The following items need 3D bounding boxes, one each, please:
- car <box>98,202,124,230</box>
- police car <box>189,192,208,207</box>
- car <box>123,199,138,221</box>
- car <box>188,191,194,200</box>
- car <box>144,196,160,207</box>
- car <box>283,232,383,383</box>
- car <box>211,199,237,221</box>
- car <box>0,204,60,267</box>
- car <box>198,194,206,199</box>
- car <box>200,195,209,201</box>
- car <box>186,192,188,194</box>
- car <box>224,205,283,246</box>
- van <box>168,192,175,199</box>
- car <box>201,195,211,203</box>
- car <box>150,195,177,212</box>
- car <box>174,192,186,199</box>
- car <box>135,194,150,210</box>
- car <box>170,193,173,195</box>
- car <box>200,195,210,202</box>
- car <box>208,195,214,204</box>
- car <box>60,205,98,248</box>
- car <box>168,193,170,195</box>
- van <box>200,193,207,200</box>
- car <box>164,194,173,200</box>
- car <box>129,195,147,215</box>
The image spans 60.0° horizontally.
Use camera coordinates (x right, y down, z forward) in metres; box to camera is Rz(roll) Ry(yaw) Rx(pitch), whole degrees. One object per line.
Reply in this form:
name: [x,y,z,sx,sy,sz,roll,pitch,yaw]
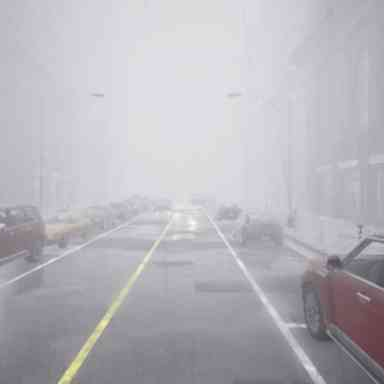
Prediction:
car: [-5.760,1.483,20.240,2.008,1.369,4.403,0,0,0]
police car: [0.899,1.267,47.648,1.930,1.638,5.238,0,0,0]
car: [-5.760,1.479,25.842,1.947,1.339,4.313,0,0,0]
car: [0.820,1.033,57.560,2.150,2.045,5.566,0,0,-1]
car: [-5.761,1.384,48.249,1.887,1.381,4.507,0,0,0]
car: [2.767,1.303,3.438,2.192,1.841,5.009,0,0,0]
car: [2.766,1.458,25.848,1.887,1.381,4.507,0,0,0]
car: [-5.758,1.284,9.036,2.192,1.841,5.009,0,0,0]
car: [2.763,1.242,93.074,1.887,1.381,4.507,0,0,0]
car: [2.764,1.295,76.267,1.887,1.381,4.507,0,0,0]
car: [-0.002,1.130,81.931,1.812,1.442,4.674,0,0,0]
car: [2.766,1.501,14.643,2.008,1.369,4.403,0,0,0]
van: [-5.761,1.038,93.063,1.690,1.788,3.998,0,0,0]
car: [2.764,1.310,65.232,1.752,1.417,4.829,0,0,0]
car: [-3.099,1.423,37.136,2.033,1.411,5.357,0,0,0]
car: [-3.002,1.165,77.856,1.882,1.535,5.008,0,0,0]
car: [-5.759,1.191,37.045,2.192,1.841,5.009,0,0,0]
car: [-5.761,1.208,70.656,1.967,1.590,4.097,0,0,0]
car: [2.764,1.313,70.665,1.887,1.381,4.507,0,0,0]
car: [2.765,1.261,53.858,1.967,1.590,4.097,0,0,0]
car: [-5.759,1.476,14.469,1.752,1.417,4.829,0,0,0]
car: [-5.761,1.311,64.884,1.752,1.417,4.829,0,0,0]
van: [2.764,1.073,81.868,1.690,1.788,3.998,0,0,0]
car: [-5.762,1.277,81.860,1.887,1.381,4.507,0,0,0]
car: [-5.759,1.335,31.444,1.967,1.590,4.097,0,0,0]
